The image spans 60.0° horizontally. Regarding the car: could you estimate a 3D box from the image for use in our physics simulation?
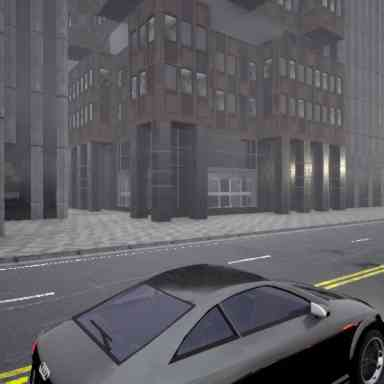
[{"bbox_3d":[0.451,1.563,3.800,4.181,1.385,1.994,0,0,-36],"label":"car"}]
